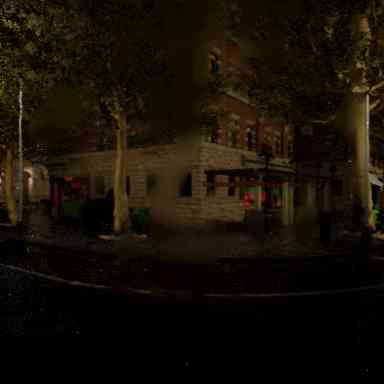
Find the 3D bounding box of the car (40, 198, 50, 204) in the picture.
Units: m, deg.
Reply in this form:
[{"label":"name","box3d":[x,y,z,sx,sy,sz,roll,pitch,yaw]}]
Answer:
[{"label":"car","box3d":[-23.954,1.413,57.712,1.895,1.301,4.718,0,0,36]}]
